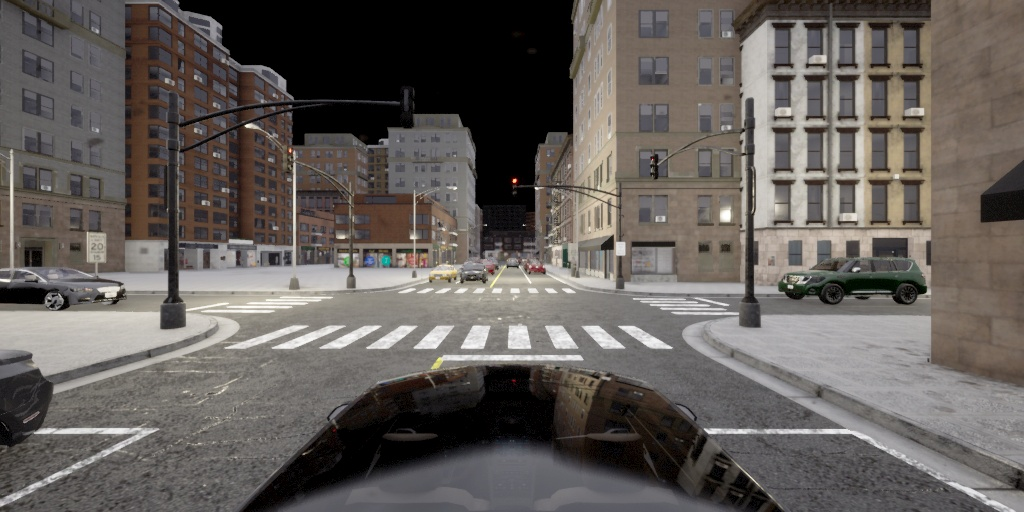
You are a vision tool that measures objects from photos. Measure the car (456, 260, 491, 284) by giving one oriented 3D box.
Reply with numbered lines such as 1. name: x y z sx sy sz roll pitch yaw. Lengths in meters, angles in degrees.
1. car: -2.815 1.255 27.230 1.837 1.490 4.892 0 0 -1

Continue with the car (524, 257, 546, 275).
1. car: 2.656 1.191 39.818 1.967 1.591 4.097 0 0 0

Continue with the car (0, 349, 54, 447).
1. car: -5.388 1.300 1.653 2.007 1.370 4.403 0 0 0

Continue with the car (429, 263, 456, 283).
1. car: -5.375 1.276 28.329 1.751 1.417 4.829 0 0 0

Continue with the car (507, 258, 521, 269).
1. car: 0.121 1.317 58.549 1.994 1.385 4.181 0 0 1

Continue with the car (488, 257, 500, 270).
1. car: -2.805 1.258 51.726 1.837 1.490 4.892 0 0 0

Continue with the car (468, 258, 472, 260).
1. car: -5.366 1.302 45.485 2.007 1.370 4.403 0 0 0

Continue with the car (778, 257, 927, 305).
1. car: 15.351 1.056 16.302 5.566 2.045 2.150 0 0 -2

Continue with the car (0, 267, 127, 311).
1. car: -17.277 1.162 13.323 4.902 1.511 2.128 0 0 2

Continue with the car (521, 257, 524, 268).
1. car: 2.659 1.066 45.480 2.192 1.841 5.009 0 0 0

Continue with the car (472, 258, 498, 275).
1. car: -2.832 1.229 38.560 1.882 1.535 5.008 0 0 0
